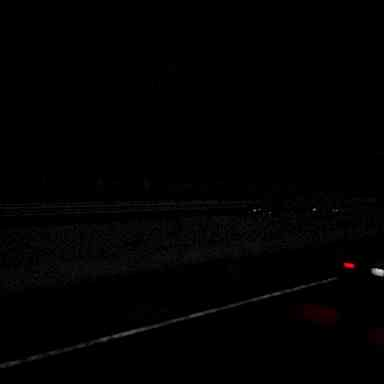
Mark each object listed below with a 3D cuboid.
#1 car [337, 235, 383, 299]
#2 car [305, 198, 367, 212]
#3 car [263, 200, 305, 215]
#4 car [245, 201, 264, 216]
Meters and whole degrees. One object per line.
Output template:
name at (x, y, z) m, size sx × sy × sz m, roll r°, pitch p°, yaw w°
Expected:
car at (5.538, 1.544, 7.639) m, size 5.357 × 1.411 × 2.033 m, roll 0°, pitch 0°, yaw -35°
car at (10.769, 1.337, 24.258) m, size 4.553 × 1.767 × 2.097 m, roll 0°, pitch 0°, yaw -34°
car at (8.616, 1.530, 27.037) m, size 5.357 × 1.411 × 2.033 m, roll 0°, pitch 0°, yaw -34°
car at (6.994, 1.485, 30.158) m, size 4.892 × 1.490 × 1.837 m, roll 0°, pitch 0°, yaw -34°
